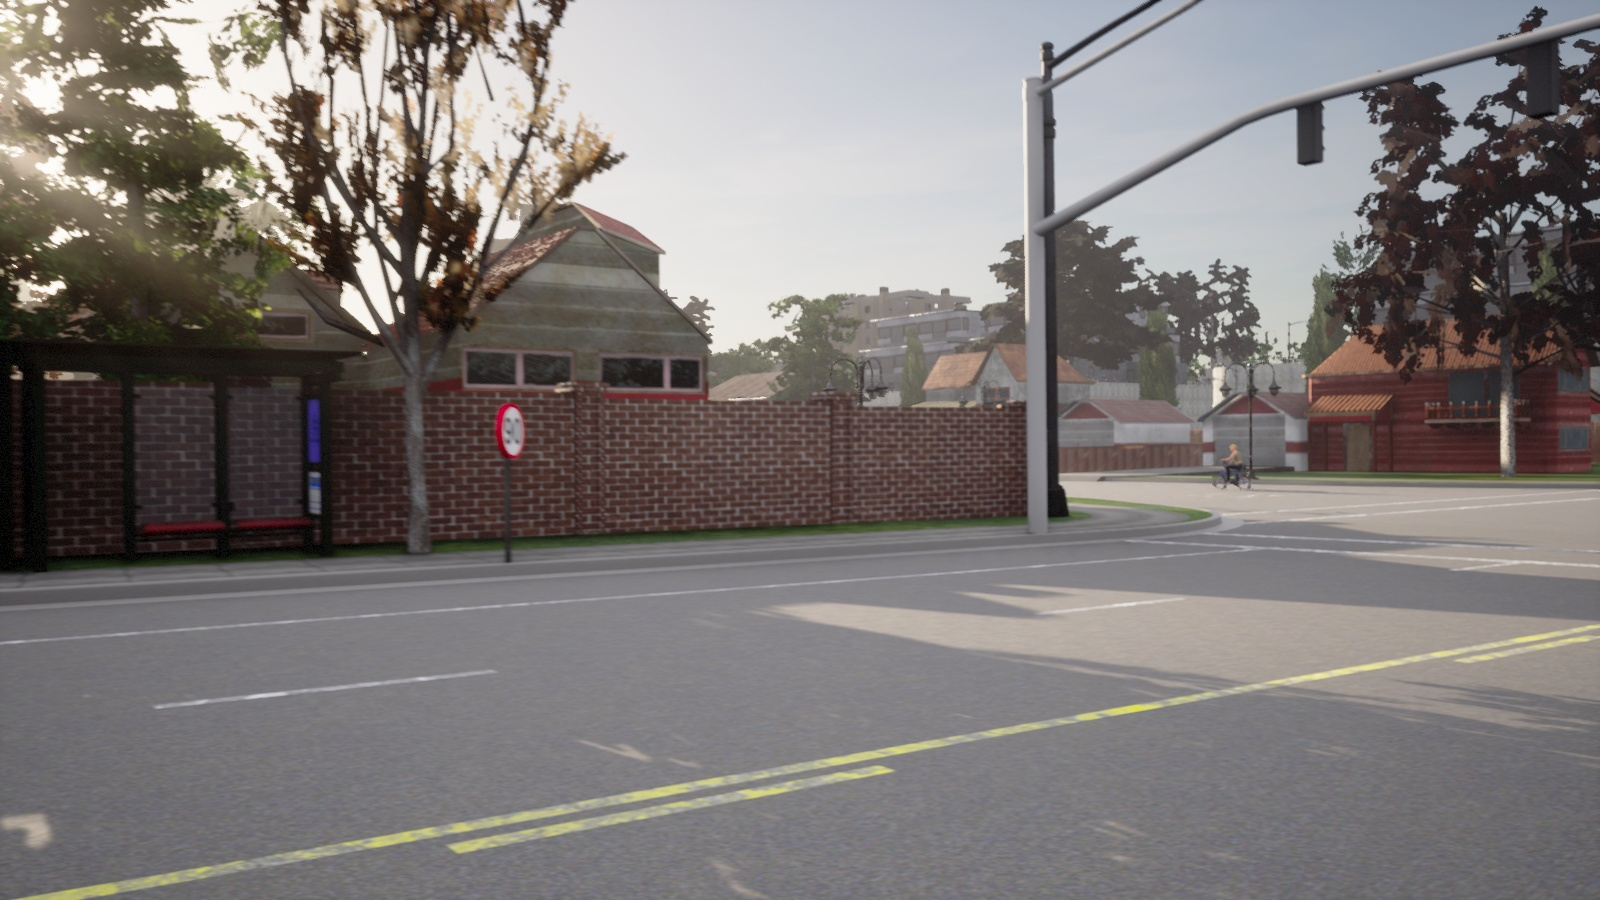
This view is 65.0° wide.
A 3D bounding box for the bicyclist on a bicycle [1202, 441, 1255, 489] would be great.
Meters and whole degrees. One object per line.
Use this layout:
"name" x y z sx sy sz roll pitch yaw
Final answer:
"bicyclist on a bicycle" 14.889 0.508 43.637 0.866 1.612 1.509 -1 0 -36
